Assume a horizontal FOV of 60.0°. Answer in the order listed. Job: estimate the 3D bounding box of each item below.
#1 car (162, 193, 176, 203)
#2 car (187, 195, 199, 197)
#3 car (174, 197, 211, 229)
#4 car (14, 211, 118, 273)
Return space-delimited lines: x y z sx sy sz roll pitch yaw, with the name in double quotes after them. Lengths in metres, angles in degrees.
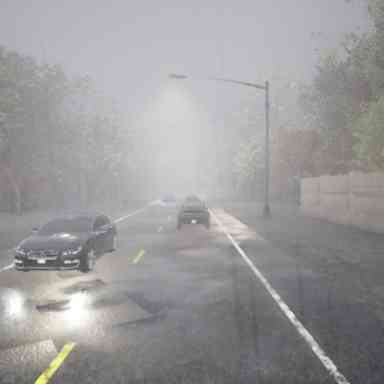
-3.566 0.908 51.776 1.882 1.535 5.008 0 1 0 "car"
0.101 1.073 40.172 1.837 1.490 4.892 0 1 0 "car"
0.089 1.297 20.080 1.837 1.490 4.892 0 1 0 "car"
-3.595 1.393 10.378 1.837 1.490 4.892 1 0 0 "car"
